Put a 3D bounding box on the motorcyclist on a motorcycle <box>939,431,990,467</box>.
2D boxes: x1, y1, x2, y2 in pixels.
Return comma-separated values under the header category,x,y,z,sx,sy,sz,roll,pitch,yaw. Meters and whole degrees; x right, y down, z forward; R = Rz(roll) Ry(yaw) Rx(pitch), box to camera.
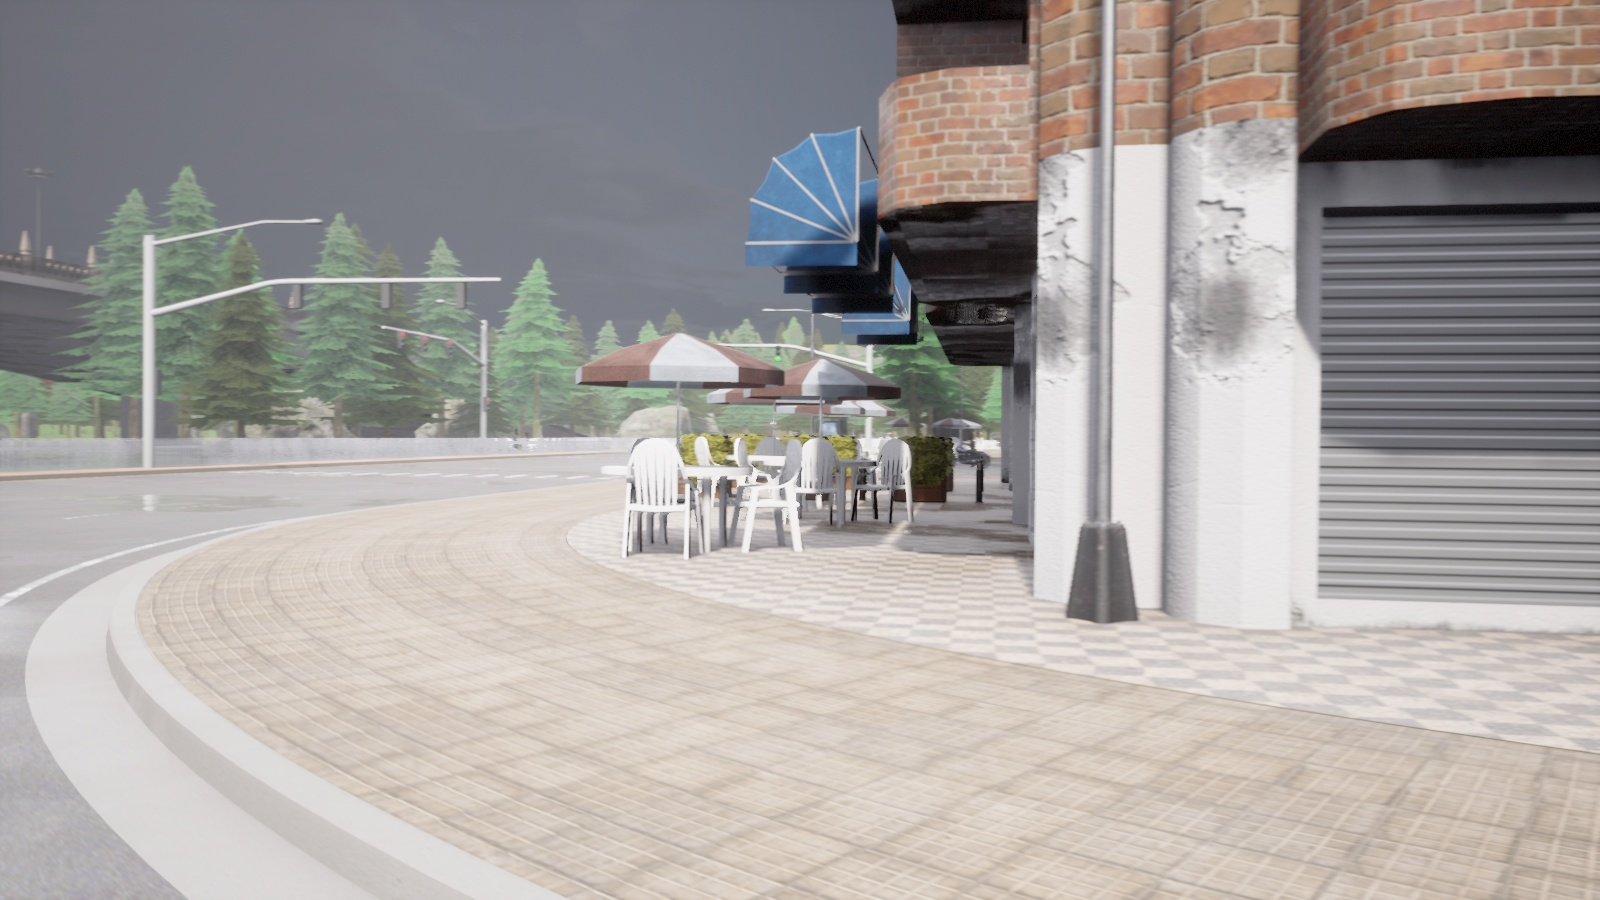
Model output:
category,x,y,z,sx,sy,sz,roll,pitch,yaw
motorcyclist on a motorcycle,7.844,-0.050,59.781,2.350,1.649,0.766,-1,1,9
